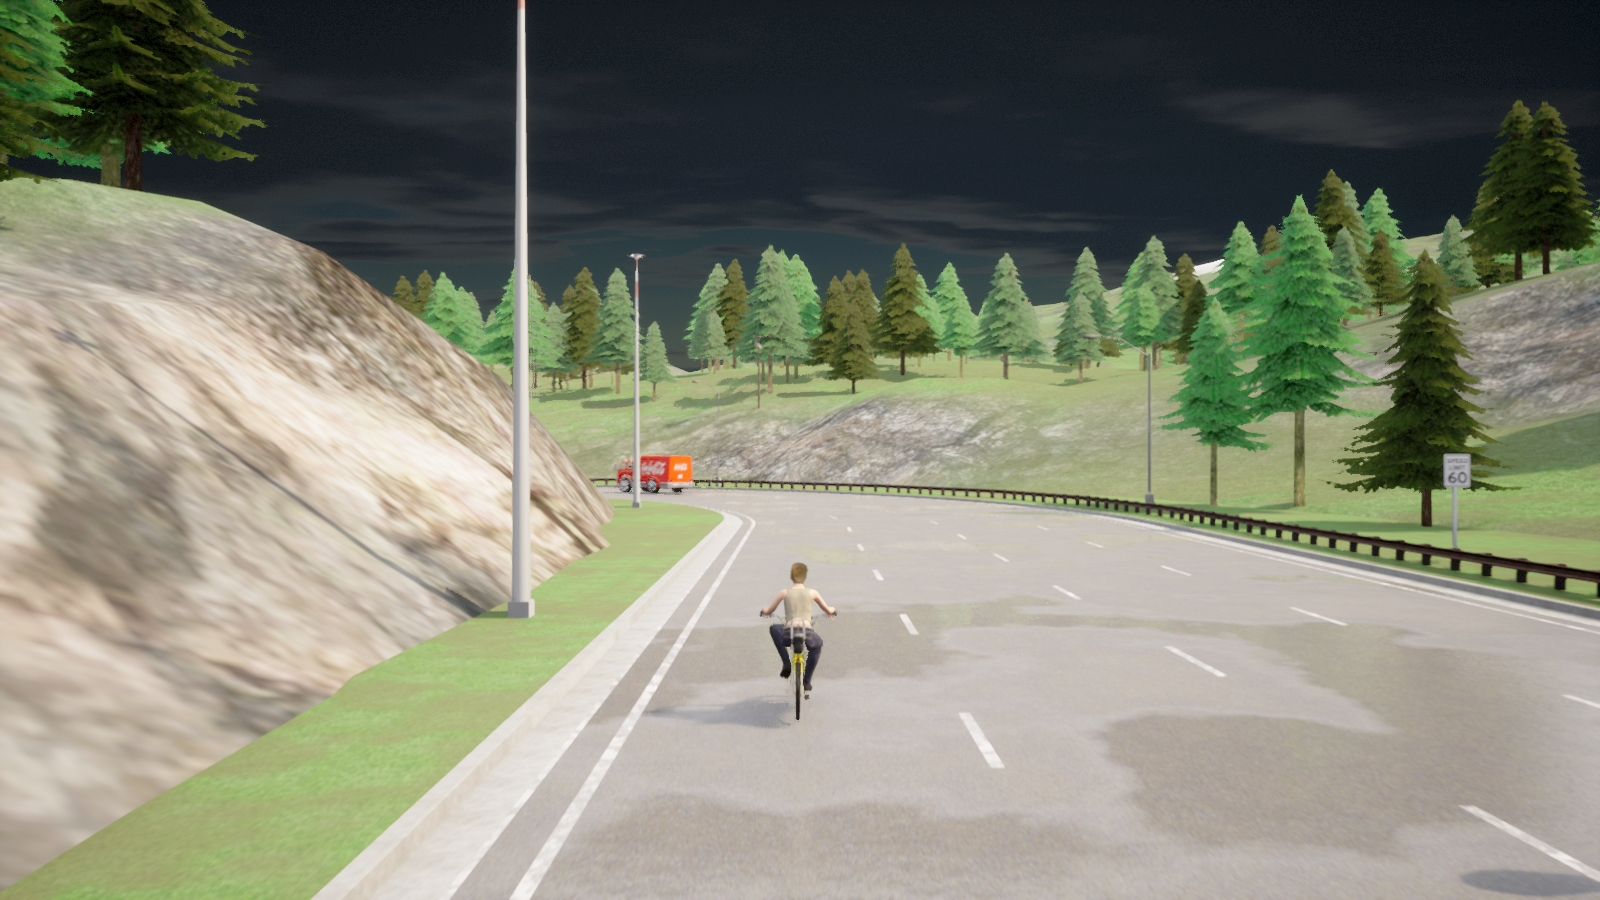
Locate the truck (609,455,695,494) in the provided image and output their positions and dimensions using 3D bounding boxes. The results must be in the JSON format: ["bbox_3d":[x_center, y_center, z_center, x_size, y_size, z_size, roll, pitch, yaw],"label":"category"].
[{"bbox_3d":[-9.705,1.582,74.898,5.204,2.467,2.627,0,-1,37],"label":"truck"}]

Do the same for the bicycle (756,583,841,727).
[{"bbox_3d":[-0.016,2.160,12.301,0.859,1.276,1.487,0,0,0],"label":"bicycle"}]
